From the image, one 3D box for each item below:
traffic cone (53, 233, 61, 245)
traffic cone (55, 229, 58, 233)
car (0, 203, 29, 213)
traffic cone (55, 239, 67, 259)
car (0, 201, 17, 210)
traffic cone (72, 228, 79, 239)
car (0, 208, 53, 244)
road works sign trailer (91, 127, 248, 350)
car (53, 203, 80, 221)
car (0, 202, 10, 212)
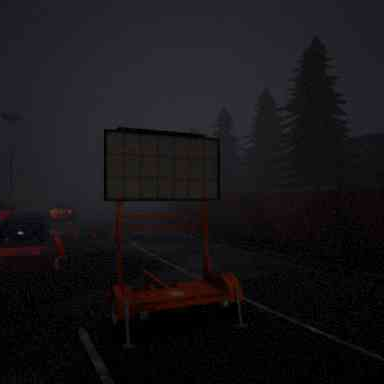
[{"bbox_3d":[-5.672,2.202,14.265,0.340,0.580,0.340,0,-1,-24],"label":"traffic cone"},{"bbox_3d":[-6.496,2.233,16.088,0.340,0.580,0.340,0,-1,-24],"label":"traffic cone"},{"bbox_3d":[-27.909,2.496,52.387,1.895,1.301,4.718,0,-1,3],"label":"car"},{"bbox_3d":[-4.848,2.171,12.443,0.340,0.580,0.340,0,-1,-24],"label":"traffic cone"},{"bbox_3d":[-14.279,1.630,23.814,2.150,2.045,5.566,0,-1,-15],"label":"car"},{"bbox_3d":[-6.409,2.272,18.322,0.340,0.580,0.340,0,-1,-24],"label":"traffic cone"},{"bbox_3d":[-8.734,1.782,17.678,1.882,1.535,5.008,0,-1,-19],"label":"car"},{"bbox_3d":[-0.608,0.583,6.704,2.380,3.560,2.880,0,-1,-24],"label":"road works sign trailer"},{"bbox_3d":[-12.658,1.924,33.384,2.097,1.767,4.553,0,-1,-10],"label":"car"},{"bbox_3d":[-31.357,2.406,52.885,1.837,1.490,4.892,0,-1,3],"label":"car"}]
